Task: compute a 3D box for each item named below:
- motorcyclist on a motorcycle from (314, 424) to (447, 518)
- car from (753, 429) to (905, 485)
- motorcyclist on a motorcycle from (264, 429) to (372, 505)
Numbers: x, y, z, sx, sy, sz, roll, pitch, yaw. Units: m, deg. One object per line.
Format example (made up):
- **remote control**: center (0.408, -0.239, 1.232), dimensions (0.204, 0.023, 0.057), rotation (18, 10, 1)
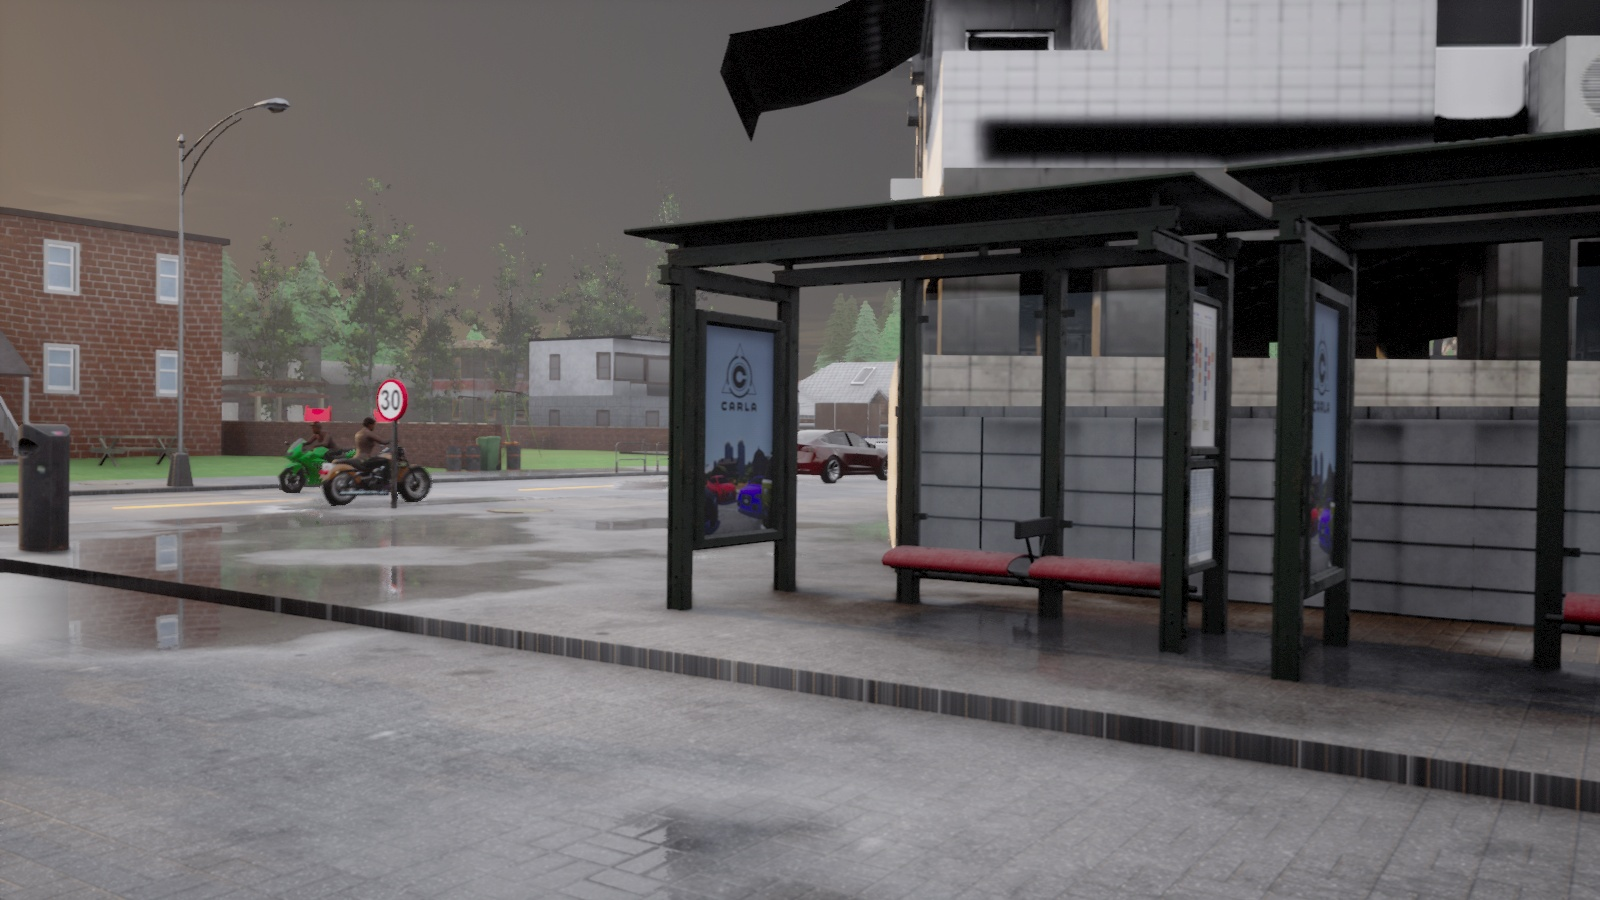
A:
- **motorcyclist on a motorcycle**: center (-7.709, 0.347, 23.206), dimensions (0.766, 1.649, 2.350), rotation (0, 1, 34)
- **car**: center (0.922, 0.141, 36.196), dimensions (2.163, 1.488, 4.792), rotation (0, 1, 34)
- **motorcyclist on a motorcycle**: center (-10.206, 0.334, 26.661), dimensions (0.797, 1.523, 2.044), rotation (0, 2, 34)
